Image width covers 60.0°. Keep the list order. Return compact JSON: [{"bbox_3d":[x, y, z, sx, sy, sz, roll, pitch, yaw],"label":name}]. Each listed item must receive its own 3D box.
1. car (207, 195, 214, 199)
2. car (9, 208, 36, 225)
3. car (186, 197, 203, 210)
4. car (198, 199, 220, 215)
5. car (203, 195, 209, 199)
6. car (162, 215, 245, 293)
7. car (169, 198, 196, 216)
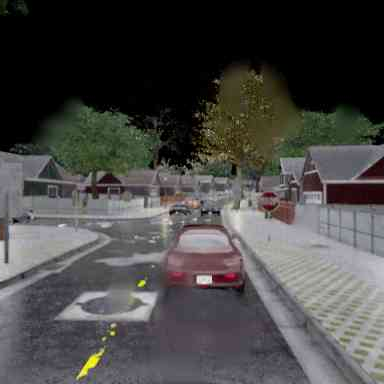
[{"bbox_3d":[3.282,1.341,68.108,2.097,1.767,4.553,0,0,9],"label":"car"},{"bbox_3d":[-12.683,1.336,21.491,4.902,1.511,2.128,1,0,3],"label":"car"},{"bbox_3d":[-0.117,1.419,44.573,2.097,1.767,4.553,0,0,7],"label":"car"},{"bbox_3d":[1.874,1.694,33.943,1.895,1.301,4.718,0,0,3],"label":"car"},{"bbox_3d":[1.157,1.632,54.721,1.895,1.301,4.718,0,0,8],"label":"car"},{"bbox_3d":[0.299,1.562,8.836,1.812,1.442,4.674,0,0,1],"label":"car"},{"bbox_3d":[-1.155,1.642,34.736,2.033,1.411,5.357,0,0,6],"label":"car"}]
